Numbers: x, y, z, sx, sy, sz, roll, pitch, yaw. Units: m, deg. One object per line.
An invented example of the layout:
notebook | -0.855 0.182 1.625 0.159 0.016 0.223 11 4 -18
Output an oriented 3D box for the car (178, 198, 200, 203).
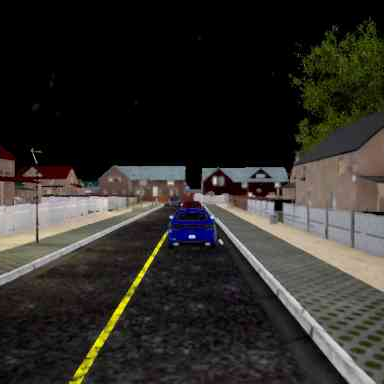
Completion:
car | 0.000 1.482 29.649 1.882 1.535 5.008 0 0 0

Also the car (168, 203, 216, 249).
car | 0.000 1.483 14.649 1.882 1.535 5.008 0 0 0

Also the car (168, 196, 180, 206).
car | -2.750 1.399 53.679 2.097 1.767 4.553 0 0 0
